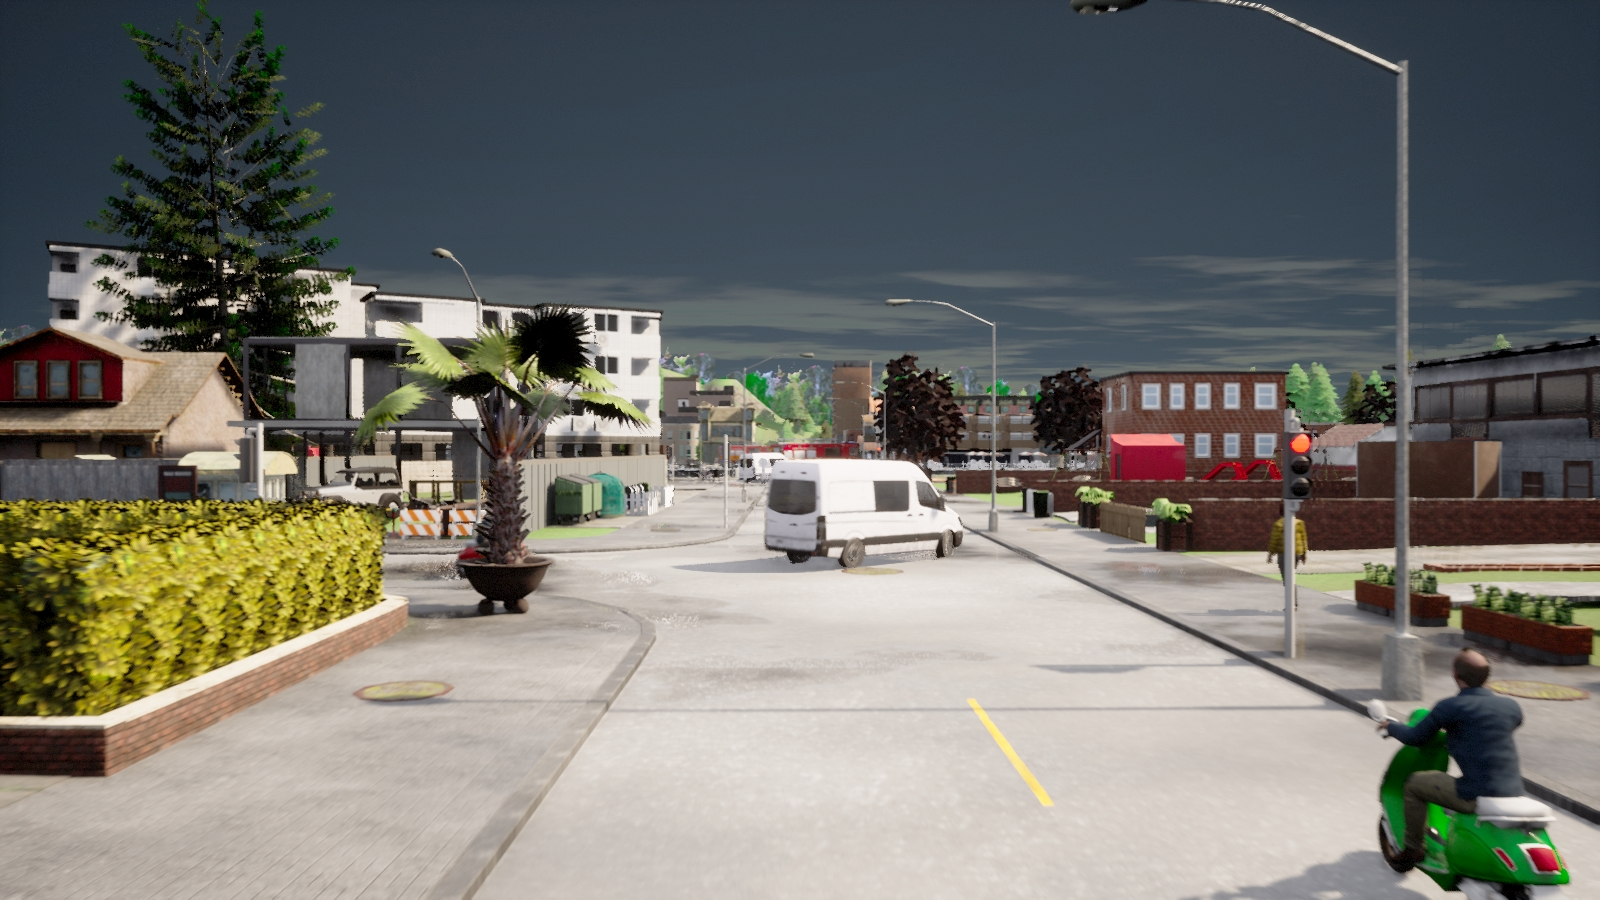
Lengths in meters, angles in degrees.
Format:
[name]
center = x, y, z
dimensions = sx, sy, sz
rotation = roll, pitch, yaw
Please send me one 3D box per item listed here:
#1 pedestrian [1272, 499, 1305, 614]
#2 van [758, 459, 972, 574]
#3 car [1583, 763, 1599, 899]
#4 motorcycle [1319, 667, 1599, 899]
[pedestrian]
center = 8.054, 1.744, 18.836
dimensions = 0.375, 1.860, 0.375
rotation = 0, 0, -1
[van]
center = 1.779, 1.535, 28.878
dimensions = 1.988, 2.561, 5.915
rotation = 2, 1, 44
[car]
center = 3.971, 1.968, 1.841
dimensions = 2.242, 1.667, 4.611
rotation = 0, 0, 0
[motorcycle]
center = 3.972, 2.142, 6.890
dimensions = 0.856, 1.316, 1.805
rotation = 0, 0, 0
